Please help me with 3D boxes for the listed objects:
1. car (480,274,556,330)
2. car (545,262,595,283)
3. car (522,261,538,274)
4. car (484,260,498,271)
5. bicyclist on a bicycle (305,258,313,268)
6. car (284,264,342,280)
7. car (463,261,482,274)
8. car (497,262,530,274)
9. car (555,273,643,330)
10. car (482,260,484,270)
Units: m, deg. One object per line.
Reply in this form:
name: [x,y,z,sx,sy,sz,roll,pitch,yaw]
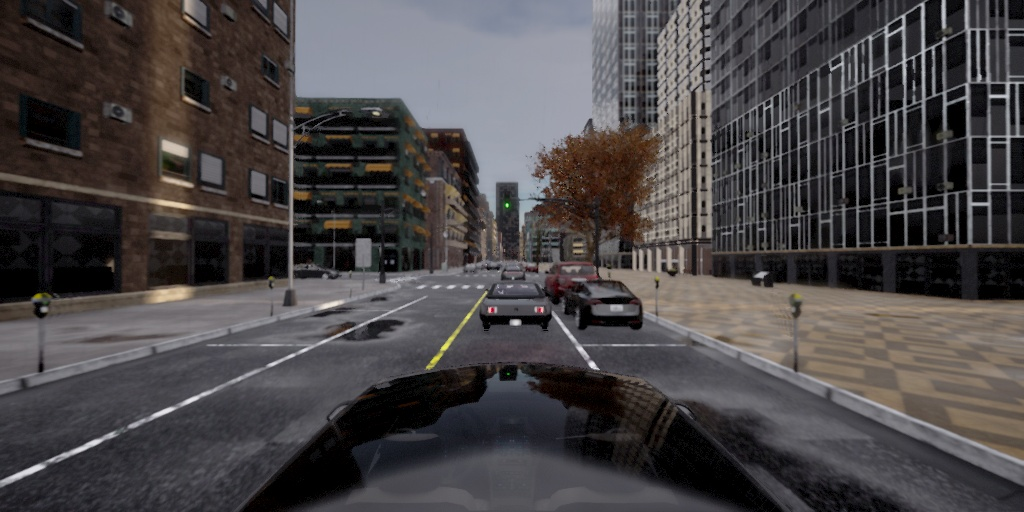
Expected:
car: [0.097,1.429,11.393,1.895,1.301,4.718,0,0,0]
car: [2.687,1.186,16.812,2.192,1.841,5.009,0,0,0]
car: [2.674,1.688,49.198,1.888,1.381,4.507,0,0,0]
car: [-3.089,1.704,58.531,1.882,1.535,5.008,0,-1,0]
bicyclist on a bicycle: [-23.182,1.076,41.044,0.582,1.620,1.656,1,0,-1]
car: [-16.444,1.316,29.778,4.403,1.370,2.007,0,0,-1]
car: [-5.706,1.694,49.195,2.007,1.370,4.403,0,0,0]
car: [0.092,1.466,29.273,2.128,1.511,4.902,0,0,0]
car: [2.689,1.392,11.289,1.948,1.339,4.313,0,0,0]
car: [-5.710,1.793,60.261,2.007,1.370,4.403,0,0,0]
